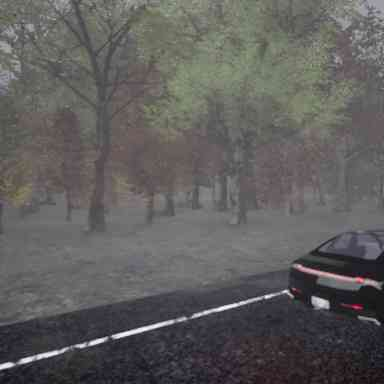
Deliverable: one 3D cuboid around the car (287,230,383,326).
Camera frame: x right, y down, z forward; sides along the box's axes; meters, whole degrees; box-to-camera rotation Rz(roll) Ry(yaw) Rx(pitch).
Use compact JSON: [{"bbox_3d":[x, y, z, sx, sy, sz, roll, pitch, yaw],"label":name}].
[{"bbox_3d":[3.974,1.503,6.543,4.902,1.511,2.128,0,0,-35],"label":"car"}]
